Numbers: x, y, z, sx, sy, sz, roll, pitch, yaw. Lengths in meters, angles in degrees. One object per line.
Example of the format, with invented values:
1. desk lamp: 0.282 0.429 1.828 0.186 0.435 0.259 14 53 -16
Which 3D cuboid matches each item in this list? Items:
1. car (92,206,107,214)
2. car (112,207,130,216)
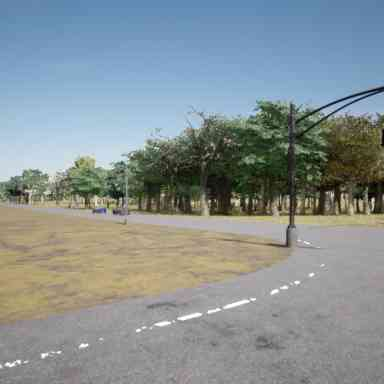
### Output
1. car: -18.732 3.624 67.205 1.812 1.442 4.674 1 -2 -33
2. car: -12.351 3.255 57.477 2.128 1.511 4.902 1 -2 -33
